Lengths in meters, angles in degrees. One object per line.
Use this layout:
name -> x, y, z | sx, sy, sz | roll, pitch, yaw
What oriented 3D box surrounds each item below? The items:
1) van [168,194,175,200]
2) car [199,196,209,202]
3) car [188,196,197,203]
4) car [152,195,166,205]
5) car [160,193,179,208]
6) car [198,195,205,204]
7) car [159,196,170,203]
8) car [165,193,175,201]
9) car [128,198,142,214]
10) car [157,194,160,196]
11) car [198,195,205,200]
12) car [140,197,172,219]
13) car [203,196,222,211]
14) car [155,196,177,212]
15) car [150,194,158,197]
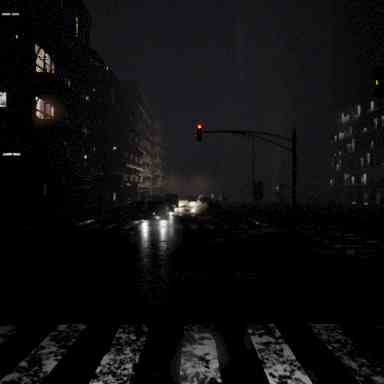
van -> -5.661, 1.350, 91.828 | 1.690, 1.788, 3.998 | -1, 0, 0
car -> 2.682, 1.548, 74.936 | 1.887, 1.381, 4.507 | -1, 0, 0
car -> 0.135, 1.549, 69.761 | 2.033, 1.411, 5.357 | 0, 0, 0
car -> -5.675, 1.439, 57.935 | 1.967, 1.590, 4.097 | -1, 0, 0
car -> -3.067, 1.218, 49.410 | 2.150, 2.045, 5.566 | 0, 0, 0
car -> 2.676, 1.551, 63.637 | 2.008, 1.369, 4.403 | -1, 0, 0
car -> -5.668, 1.583, 69.233 | 1.802, 1.307, 4.206 | -1, 0, 0
car -> -5.664, 1.322, 86.180 | 2.192, 1.841, 5.009 | -1, 0, 0
car -> -5.684, 1.540, 35.339 | 1.887, 1.381, 4.507 | -1, 0, 0
car -> -5.680, 1.312, 52.287 | 2.192, 1.841, 5.009 | -1, 0, 0
car -> 2.689, 1.534, 92.053 | 1.752, 1.417, 4.829 | -1, 0, 0
car -> -3.086, 1.500, 29.308 | 1.837, 1.490, 4.892 | 0, 0, 0
car -> 2.665, 1.540, 41.042 | 1.887, 1.381, 4.507 | -1, 0, 0
car -> -3.077, 1.521, 39.062 | 1.812, 1.442, 4.674 | 0, 0, 0
car -> -5.683, 1.436, 40.988 | 1.967, 1.590, 4.097 | -1, 0, 0
